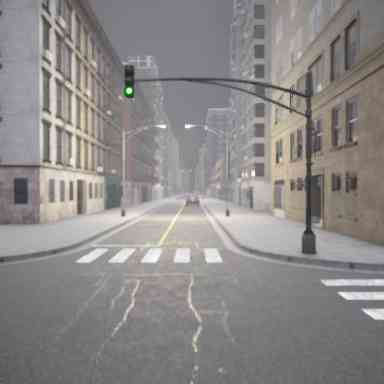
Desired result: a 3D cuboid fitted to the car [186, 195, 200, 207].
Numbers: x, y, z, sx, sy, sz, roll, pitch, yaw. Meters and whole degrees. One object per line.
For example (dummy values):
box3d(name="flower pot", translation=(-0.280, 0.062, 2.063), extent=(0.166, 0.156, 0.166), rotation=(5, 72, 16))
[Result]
box3d(name="car", translation=(0.096, 1.279, 50.667), extent=(2.097, 1.767, 4.553), rotation=(0, 0, 0))

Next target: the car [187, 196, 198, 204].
box3d(name="car", translation=(0.081, 1.443, 60.359), extent=(1.812, 1.442, 4.674), rotation=(0, 0, 0))
